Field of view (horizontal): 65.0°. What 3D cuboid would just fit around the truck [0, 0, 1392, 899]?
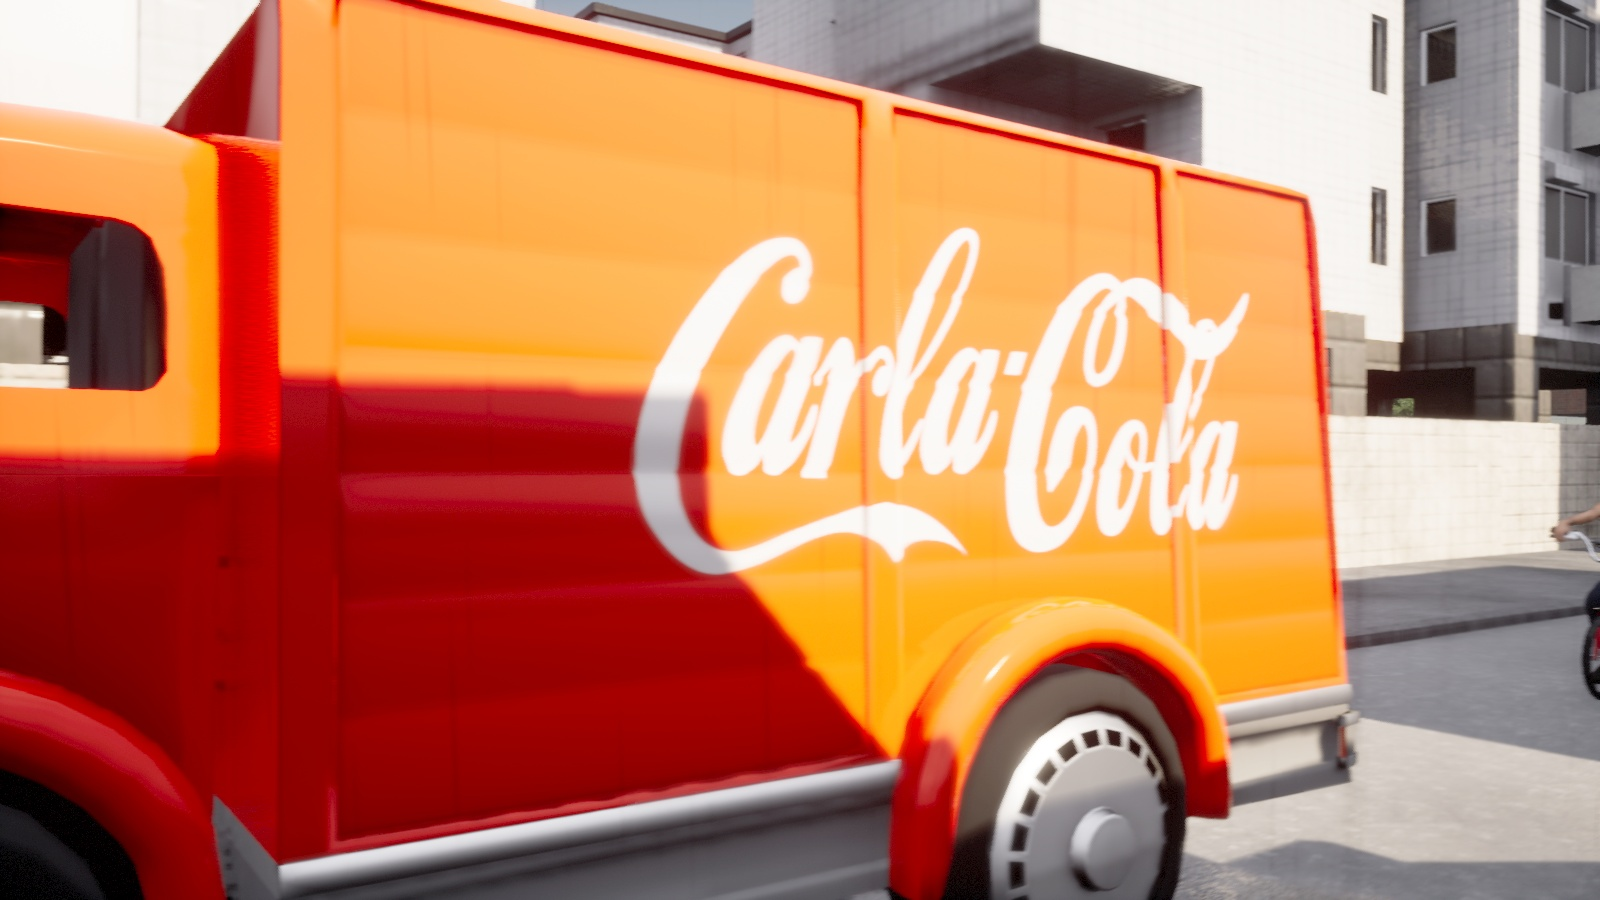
[{"bbox_3d":[-0.985,0.273,3.598,5.204,2.467,2.627,0,0,-35],"label":"truck"}]

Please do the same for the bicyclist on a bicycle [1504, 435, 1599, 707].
[{"bbox_3d":[5.285,0.718,7.965,1.509,1.612,0.866,0,0,-36],"label":"bicyclist on a bicycle"}]
